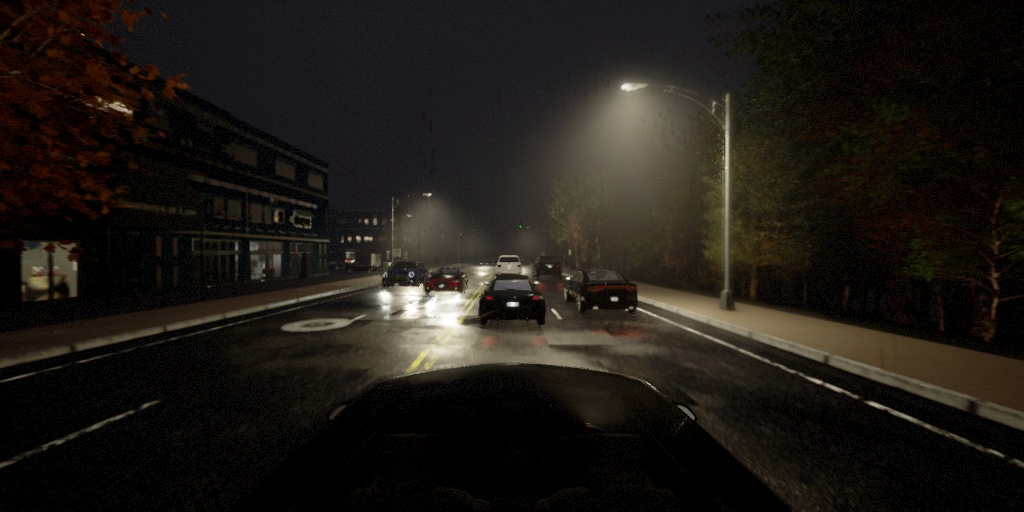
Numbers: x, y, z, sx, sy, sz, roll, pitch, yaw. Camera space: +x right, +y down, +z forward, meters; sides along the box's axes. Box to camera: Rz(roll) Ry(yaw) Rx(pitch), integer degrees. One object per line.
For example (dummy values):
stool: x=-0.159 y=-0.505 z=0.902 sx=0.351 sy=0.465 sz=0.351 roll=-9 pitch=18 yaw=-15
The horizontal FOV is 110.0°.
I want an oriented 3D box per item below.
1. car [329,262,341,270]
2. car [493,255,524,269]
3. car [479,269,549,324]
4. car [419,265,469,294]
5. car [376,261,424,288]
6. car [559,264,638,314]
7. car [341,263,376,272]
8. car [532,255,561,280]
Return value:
car: x=-29.017 y=1.576 z=57.649 sx=4.403 sy=1.370 sz=2.007 roll=0 pitch=0 yaw=-1
car: x=-0.263 y=0.969 z=31.193 sx=2.150 sy=2.045 sz=5.566 roll=0 pitch=0 yaw=-1
car: x=-0.004 y=1.313 z=11.977 sx=1.994 sy=1.385 sz=4.181 roll=0 pitch=0 yaw=-1
car: x=-3.556 y=1.315 z=20.041 sx=1.994 sy=1.385 sz=4.181 roll=0 pitch=0 yaw=-1
car: x=-6.850 y=1.103 z=23.455 sx=2.097 sy=1.767 sz=4.553 roll=0 pitch=0 yaw=-1
car: x=3.224 y=1.225 z=13.858 sx=1.882 sy=1.535 sz=5.008 roll=0 pitch=0 yaw=-1
car: x=-20.566 y=1.575 z=49.255 sx=4.313 sy=1.339 sz=1.948 roll=0 pitch=0 yaw=-1
car: x=2.987 y=0.967 z=31.206 sx=2.150 sy=2.045 sz=5.566 roll=0 pitch=0 yaw=-1
